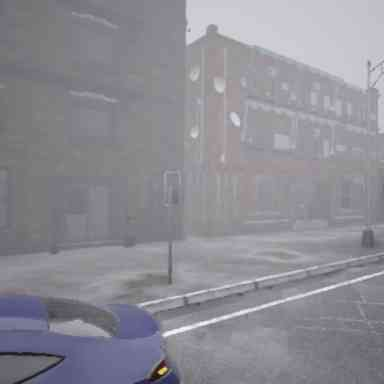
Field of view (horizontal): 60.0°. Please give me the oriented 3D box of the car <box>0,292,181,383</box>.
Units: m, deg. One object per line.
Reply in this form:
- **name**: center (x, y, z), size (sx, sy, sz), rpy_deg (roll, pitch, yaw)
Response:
- **car**: center (-2.252, 1.525, 2.078), size (4.674, 1.442, 1.812), rpy_deg (0, 0, -35)
